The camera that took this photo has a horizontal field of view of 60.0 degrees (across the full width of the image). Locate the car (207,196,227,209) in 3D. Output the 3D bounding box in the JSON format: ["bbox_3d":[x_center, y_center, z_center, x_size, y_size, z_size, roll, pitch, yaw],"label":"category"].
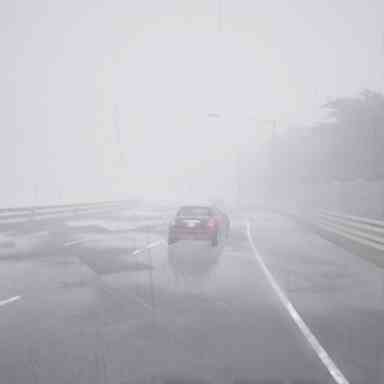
[{"bbox_3d":[3.333,1.406,45.767,2.128,1.511,4.902,1,0,-3],"label":"car"}]

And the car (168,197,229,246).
[{"bbox_3d":[0.453,1.318,15.328,2.097,1.767,4.553,0,0,13],"label":"car"}]
